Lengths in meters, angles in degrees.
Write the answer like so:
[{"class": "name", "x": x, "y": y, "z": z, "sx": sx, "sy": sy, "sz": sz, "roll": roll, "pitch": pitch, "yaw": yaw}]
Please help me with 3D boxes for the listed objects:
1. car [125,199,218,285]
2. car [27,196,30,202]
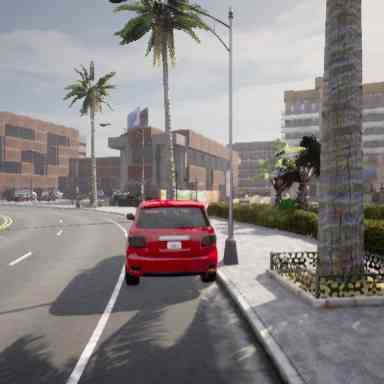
[{"class": "car", "x": -0.718, "y": 1.217, "z": 9.686, "sx": 2.150, "sy": 2.045, "sz": 5.566, "roll": 0, "pitch": 0, "yaw": -7}, {"class": "car", "x": -36.889, "y": 1.215, "z": 70.776, "sx": 4.553, "sy": 1.767, "sz": 2.185, "roll": 0, "pitch": 0, "yaw": 22}]
